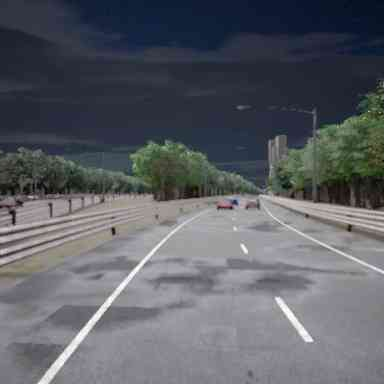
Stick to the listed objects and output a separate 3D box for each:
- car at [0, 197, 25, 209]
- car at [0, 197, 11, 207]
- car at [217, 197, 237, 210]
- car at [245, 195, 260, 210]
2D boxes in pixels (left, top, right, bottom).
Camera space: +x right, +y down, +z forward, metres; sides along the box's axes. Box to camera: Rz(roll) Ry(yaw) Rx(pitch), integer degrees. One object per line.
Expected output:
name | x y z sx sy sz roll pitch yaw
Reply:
car | -23.797 1.488 44.128 1.994 1.385 4.181 0 0 -10
car | -28.292 1.473 48.622 1.994 1.385 4.181 0 0 -10
car | 4.404 1.588 43.728 1.994 1.385 4.181 0 0 12
car | 8.051 1.556 44.140 1.812 1.442 4.674 0 0 11
